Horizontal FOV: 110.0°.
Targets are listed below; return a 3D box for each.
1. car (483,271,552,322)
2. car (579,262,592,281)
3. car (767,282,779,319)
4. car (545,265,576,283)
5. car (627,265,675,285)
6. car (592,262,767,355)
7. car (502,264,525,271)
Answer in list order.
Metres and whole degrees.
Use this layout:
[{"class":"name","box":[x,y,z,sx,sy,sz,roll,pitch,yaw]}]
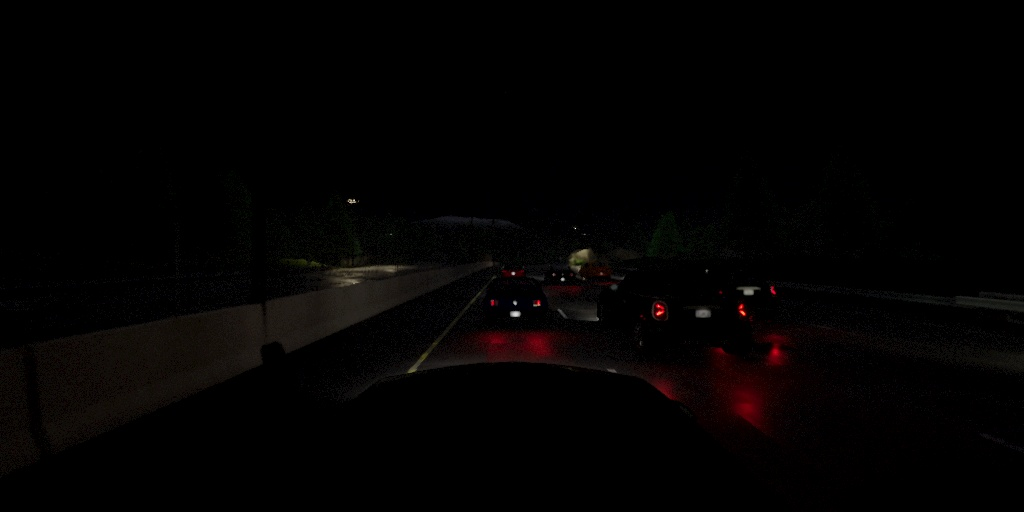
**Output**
[{"class":"car","box":[0.101,1.356,12.366,1.895,1.301,4.718,0,0,0]},{"class":"car","box":[7.102,1.248,30.932,1.882,1.535,5.008,0,0,0]},{"class":"car","box":[7.100,1.108,12.881,2.097,1.767,4.553,0,0,0]},{"class":"car","box":[3.602,1.369,27.695,1.895,1.301,4.718,0,0,0]},{"class":"car","box":[10.600,1.368,27.682,1.895,1.301,4.718,0,0,0]},{"class":"car","box":[3.600,1.106,8.877,2.097,1.767,4.553,0,0,0]},{"class":"car","box":[0.102,1.333,29.971,1.994,1.385,4.181,0,0,0]}]
